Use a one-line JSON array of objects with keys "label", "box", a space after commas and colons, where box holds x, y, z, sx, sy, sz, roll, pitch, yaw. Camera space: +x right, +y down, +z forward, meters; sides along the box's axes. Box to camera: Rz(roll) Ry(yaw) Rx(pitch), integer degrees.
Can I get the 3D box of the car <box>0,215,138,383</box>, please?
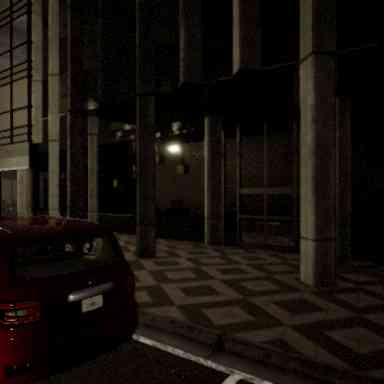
[{"label": "car", "box": [-3.030, 1.276, 5.013, 5.009, 1.841, 2.192, 1, 0, 35]}]
